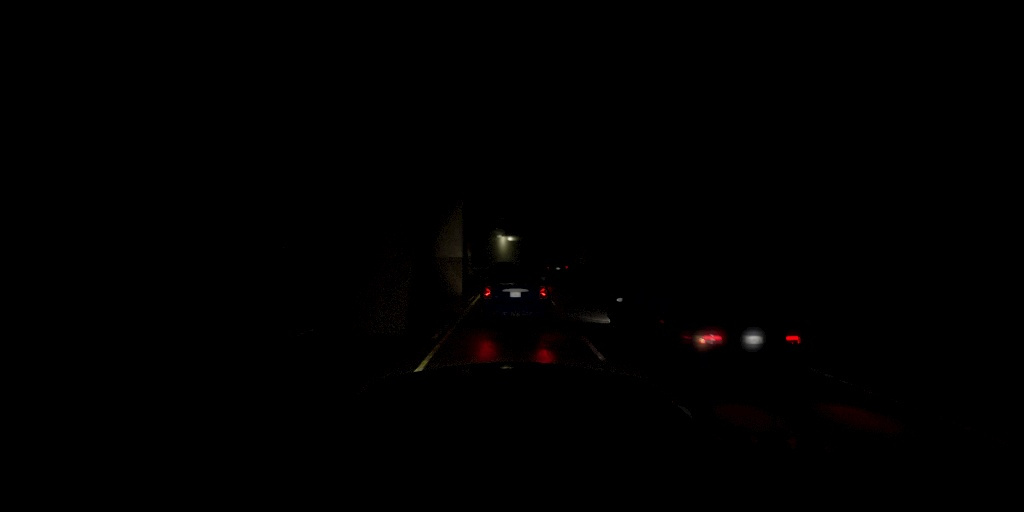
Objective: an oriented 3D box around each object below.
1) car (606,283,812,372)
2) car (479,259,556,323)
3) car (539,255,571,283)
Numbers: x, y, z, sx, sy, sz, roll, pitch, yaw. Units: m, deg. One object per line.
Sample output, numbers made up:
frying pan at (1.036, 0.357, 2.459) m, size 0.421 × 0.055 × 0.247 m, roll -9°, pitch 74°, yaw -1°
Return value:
car at (3.598, 1.298, 7.841) m, size 2.033 × 1.411 × 5.357 m, roll 0°, pitch 0°, yaw 0°
car at (0.097, 1.102, 12.189) m, size 2.097 × 1.767 × 4.553 m, roll 0°, pitch 0°, yaw 0°
car at (2.999, 0.973, 28.088) m, size 2.150 × 2.045 × 5.566 m, roll 0°, pitch 0°, yaw -6°
